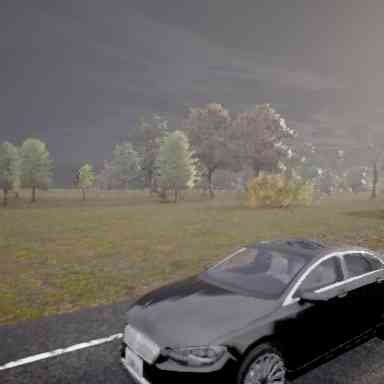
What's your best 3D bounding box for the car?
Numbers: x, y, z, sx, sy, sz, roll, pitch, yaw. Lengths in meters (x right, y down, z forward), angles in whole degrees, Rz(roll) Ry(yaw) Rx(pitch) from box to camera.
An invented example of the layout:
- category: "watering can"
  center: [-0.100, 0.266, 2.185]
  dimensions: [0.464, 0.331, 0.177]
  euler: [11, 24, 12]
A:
- category: "car"
  center: [1.393, 1.500, 4.865]
  dimensions: [4.902, 1.511, 2.128]
  euler: [0, 0, -36]
